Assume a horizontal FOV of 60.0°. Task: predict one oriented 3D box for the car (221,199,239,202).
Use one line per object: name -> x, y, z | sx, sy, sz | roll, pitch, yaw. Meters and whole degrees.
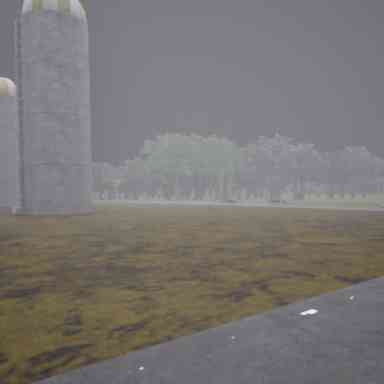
car -> 8.273, 1.645, 68.699 | 2.033, 1.411, 5.357 | -2, 0, -36
